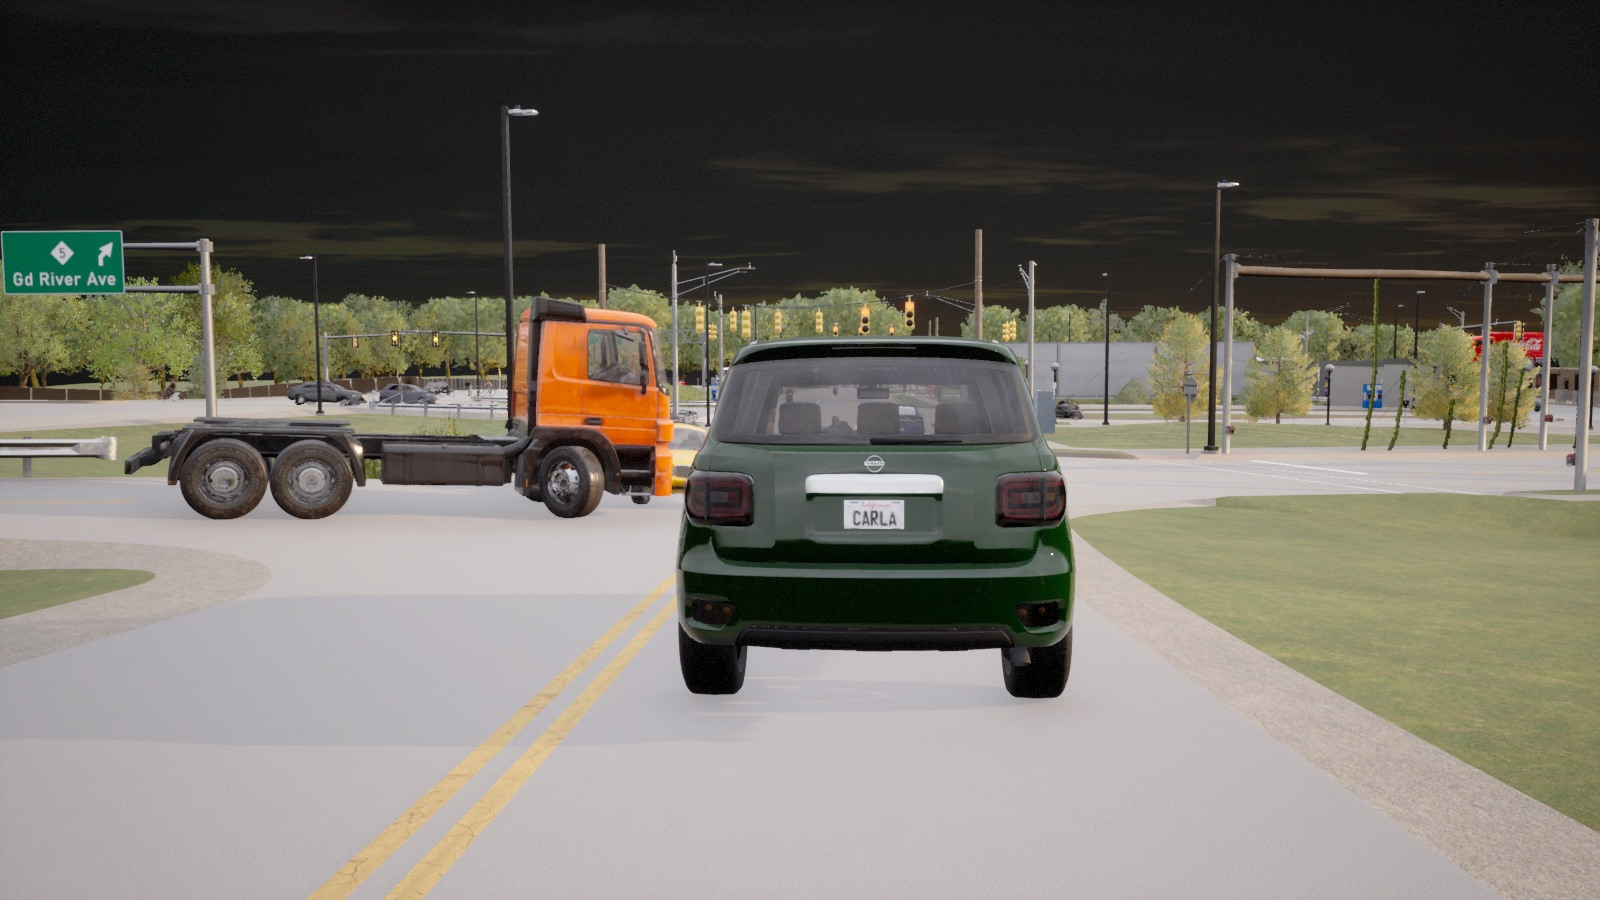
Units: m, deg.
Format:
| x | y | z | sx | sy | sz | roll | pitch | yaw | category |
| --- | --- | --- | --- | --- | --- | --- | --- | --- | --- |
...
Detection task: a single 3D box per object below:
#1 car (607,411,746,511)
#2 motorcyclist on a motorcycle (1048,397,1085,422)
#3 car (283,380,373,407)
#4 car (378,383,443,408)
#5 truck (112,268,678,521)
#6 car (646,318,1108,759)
| x | y | z | sx | sy | sz | roll | pitch | yaw | category |
| --- | --- | --- | --- | --- | --- | --- | --- | --- | --- |
| -2.519 | 0.122 | 24.221 | 1.801 | 1.575 | 5.366 | 3 | 2 | -14 | car |
| 17.388 | -2.622 | 81.846 | 2.191 | 1.530 | 0.866 | 1 | 4 | 1 | motorcyclist on a motorcycle |
| -29.922 | -3.618 | 79.652 | 4.902 | 1.511 | 2.128 | 2 | 3 | 2 | car |
| -25.729 | -3.608 | 82.996 | 3.633 | 1.501 | 1.845 | 2 | 3 | 3 | car |
| -6.241 | -0.781 | 20.021 | 7.936 | 3.462 | 2.891 | 1 | 4 | -21 | truck |
| 0.505 | 0.363 | 8.656 | 2.150 | 2.045 | 5.566 | 0 | 1 | 3 | car |
